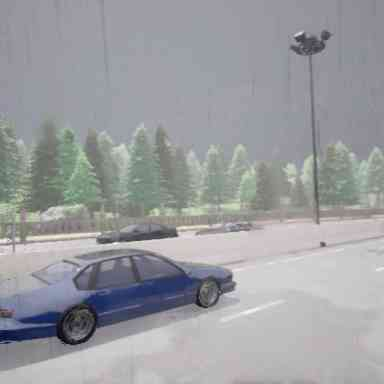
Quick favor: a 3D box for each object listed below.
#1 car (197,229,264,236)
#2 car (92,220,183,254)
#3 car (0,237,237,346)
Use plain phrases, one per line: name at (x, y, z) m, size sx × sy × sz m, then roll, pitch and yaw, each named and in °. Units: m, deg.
car at (2.233, 2.430, 19.487) m, size 4.902 × 1.511 × 2.128 m, roll 1°, pitch -4°, yaw -39°
car at (-3.125, 2.551, 19.623) m, size 5.008 × 1.535 × 1.882 m, roll 1°, pitch -4°, yaw -39°
car at (-1.462, 1.958, 7.174) m, size 5.357 × 1.411 × 2.033 m, roll 1°, pitch -4°, yaw -39°
